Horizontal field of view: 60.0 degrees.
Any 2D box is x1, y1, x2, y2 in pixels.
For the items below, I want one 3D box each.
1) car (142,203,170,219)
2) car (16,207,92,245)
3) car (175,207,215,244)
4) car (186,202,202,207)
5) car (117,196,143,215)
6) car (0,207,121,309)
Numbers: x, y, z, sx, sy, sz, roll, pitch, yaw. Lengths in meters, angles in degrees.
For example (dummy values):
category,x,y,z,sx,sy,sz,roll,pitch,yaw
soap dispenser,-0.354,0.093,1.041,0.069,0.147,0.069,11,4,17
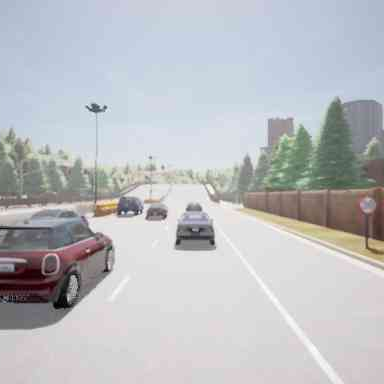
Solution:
category,x,y,z,sx,sy,sz,roll,pitch,yaw
car,-3.293,1.764,32.102,1.812,1.442,4.674,0,-1,0
car,-6.849,1.614,17.163,1.837,1.490,4.892,0,-1,0
car,0.149,1.678,16.616,2.033,1.411,5.357,0,0,0
car,0.238,1.880,40.477,1.994,1.385,4.181,0,0,0
car,-6.774,1.485,36.997,2.150,2.045,5.566,0,-1,0
car,-3.374,1.405,8.163,2.097,1.767,4.553,0,0,0
